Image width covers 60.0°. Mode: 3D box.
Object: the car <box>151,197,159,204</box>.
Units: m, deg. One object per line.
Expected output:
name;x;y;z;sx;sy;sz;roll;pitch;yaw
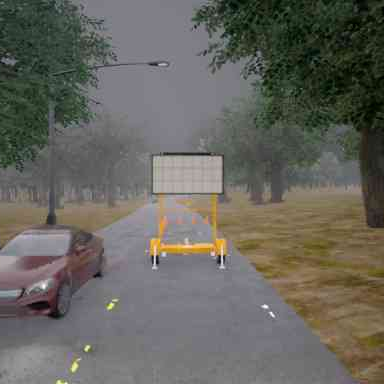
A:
car;-7.381;1.803;68.317;2.033;1.411;5.357;0;0;-5

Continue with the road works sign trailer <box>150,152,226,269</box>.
road works sign trailer;-0.152;0.477;11.214;2.380;3.560;2.880;0;0;-2

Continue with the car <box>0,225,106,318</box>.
car;-3.224;1.532;7.513;1.812;1.442;4.674;0;0;-1
